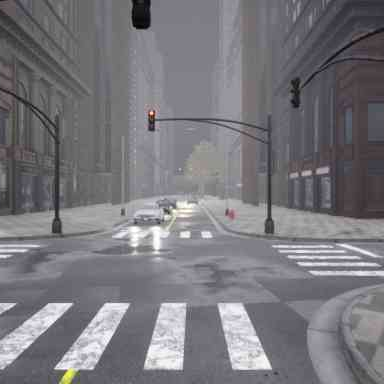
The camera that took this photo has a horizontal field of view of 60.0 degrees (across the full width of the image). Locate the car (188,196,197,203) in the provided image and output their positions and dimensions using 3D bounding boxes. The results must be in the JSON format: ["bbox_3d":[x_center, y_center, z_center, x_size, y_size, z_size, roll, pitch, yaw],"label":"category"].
[{"bbox_3d":[0.152,1.574,69.729,1.812,1.442,4.674,0,0,0],"label":"car"}]

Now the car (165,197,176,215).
[{"bbox_3d":[-3.075,1.552,34.873,2.033,1.411,5.357,0,0,0],"label":"car"}]

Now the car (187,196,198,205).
[{"bbox_3d":[0.133,1.582,59.379,2.033,1.411,5.357,0,0,0],"label":"car"}]

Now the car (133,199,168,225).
[{"bbox_3d":[-3.082,1.526,24.463,1.812,1.442,4.674,0,0,0],"label":"car"}]
